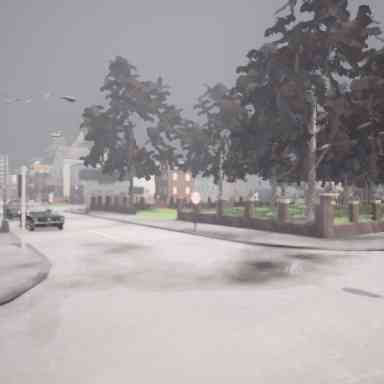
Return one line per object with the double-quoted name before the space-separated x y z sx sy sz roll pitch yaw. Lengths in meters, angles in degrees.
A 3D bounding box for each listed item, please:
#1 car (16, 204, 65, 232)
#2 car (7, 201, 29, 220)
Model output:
"car" -9.447 1.637 20.872 1.895 1.301 4.718 1 0 -35
"car" -14.699 1.528 28.285 2.128 1.511 4.902 1 0 -35
